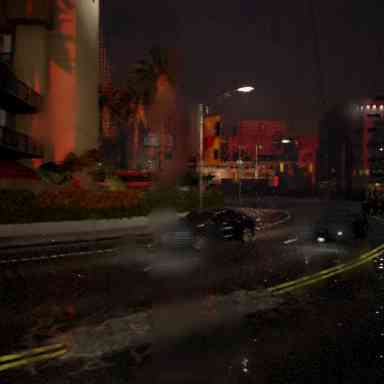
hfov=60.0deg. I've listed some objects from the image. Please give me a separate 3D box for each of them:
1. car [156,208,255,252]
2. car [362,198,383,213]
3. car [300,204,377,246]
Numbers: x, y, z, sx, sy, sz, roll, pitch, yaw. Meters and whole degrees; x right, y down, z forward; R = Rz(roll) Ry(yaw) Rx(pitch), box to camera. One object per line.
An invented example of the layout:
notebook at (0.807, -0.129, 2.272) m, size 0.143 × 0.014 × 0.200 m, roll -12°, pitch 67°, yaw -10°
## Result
car at (0.735, 1.443, 13.864) m, size 1.837 × 1.490 × 4.892 m, roll 1°, pitch 1°, yaw 45°
car at (18.395, 1.370, 33.059) m, size 1.882 × 1.535 × 5.008 m, roll 0°, pitch 0°, yaw 12°
car at (6.744, 1.493, 15.284) m, size 2.033 × 1.411 × 5.357 m, roll 0°, pitch 0°, yaw 38°
